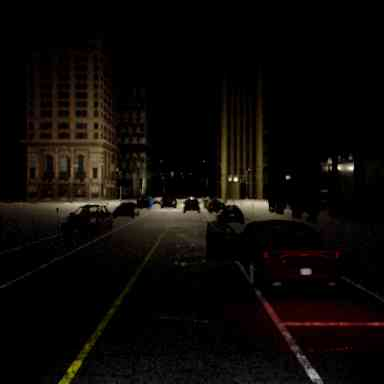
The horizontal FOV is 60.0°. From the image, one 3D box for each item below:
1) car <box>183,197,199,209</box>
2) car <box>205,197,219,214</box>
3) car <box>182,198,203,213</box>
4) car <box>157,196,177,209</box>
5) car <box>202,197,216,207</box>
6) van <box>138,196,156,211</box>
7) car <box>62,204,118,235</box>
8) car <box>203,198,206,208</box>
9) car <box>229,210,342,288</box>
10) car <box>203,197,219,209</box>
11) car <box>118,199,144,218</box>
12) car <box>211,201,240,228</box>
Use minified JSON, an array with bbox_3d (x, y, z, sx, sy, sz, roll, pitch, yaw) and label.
[{"bbox_3d":[-0.099,1.531,48.024,2.128,1.511,4.902,0,0,0],"label":"car"},{"bbox_3d":[2.676,1.560,35.947,1.752,1.417,4.829,0,0,0],"label":"car"},{"bbox_3d":[-0.015,1.561,36.971,1.812,1.442,4.674,0,0,0],"label":"car"},{"bbox_3d":[-3.142,1.390,45.388,2.097,1.767,4.553,0,0,0],"label":"car"},{"bbox_3d":[2.637,1.591,52.700,2.008,1.369,4.403,0,0,0],"label":"car"},{"bbox_3d":[-5.862,1.379,41.397,1.690,1.788,3.998,0,0,0],"label":"van"},{"bbox_3d":[-5.809,1.462,18.833,1.967,1.590,4.097,0,0,0],"label":"car"},{"bbox_3d":[2.664,1.588,41.418,2.008,1.369,4.403,0,0,0],"label":"car"},{"bbox_3d":[2.339,1.489,9.309,1.882,1.535,5.008,0,0,0],"label":"car"},{"bbox_3d":[2.650,1.479,47.059,1.967,1.590,4.097,0,0,0],"label":"car"},{"bbox_3d":[-5.835,1.597,30.115,1.947,1.339,4.313,0,0,0],"label":"car"},{"bbox_3d":[2.703,1.592,24.496,1.947,1.339,4.313,0,0,0],"label":"car"}]
